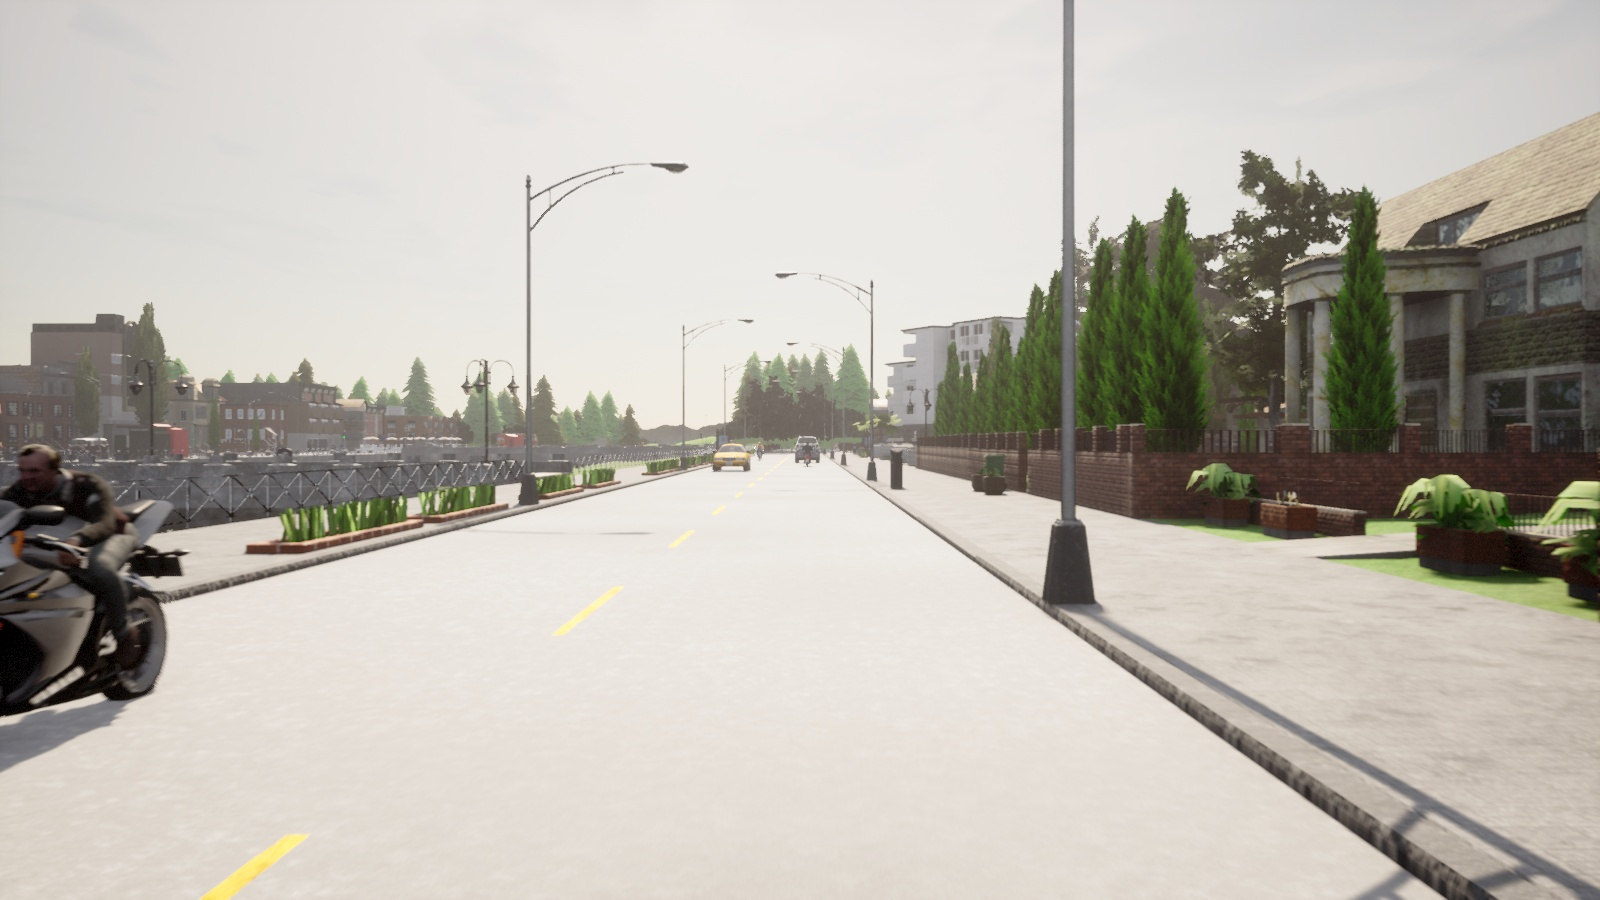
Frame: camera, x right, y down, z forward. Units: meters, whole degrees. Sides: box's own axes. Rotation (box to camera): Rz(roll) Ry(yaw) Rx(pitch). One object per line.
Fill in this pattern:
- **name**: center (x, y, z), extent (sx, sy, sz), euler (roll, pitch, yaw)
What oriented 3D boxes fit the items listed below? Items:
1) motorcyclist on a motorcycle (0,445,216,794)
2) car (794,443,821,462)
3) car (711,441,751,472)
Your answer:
- **motorcyclist on a motorcycle**: center (-3.948, 0.742, 6.450), extent (0.866, 1.530, 2.191), euler (0, 0, 0)
- **car**: center (0.563, 0.176, 95.152), extent (1.970, 1.475, 3.806), euler (0, 0, 0)
- **car**: center (-3.602, 0.307, 66.664), extent (1.801, 1.575, 5.366), euler (0, 0, 0)
